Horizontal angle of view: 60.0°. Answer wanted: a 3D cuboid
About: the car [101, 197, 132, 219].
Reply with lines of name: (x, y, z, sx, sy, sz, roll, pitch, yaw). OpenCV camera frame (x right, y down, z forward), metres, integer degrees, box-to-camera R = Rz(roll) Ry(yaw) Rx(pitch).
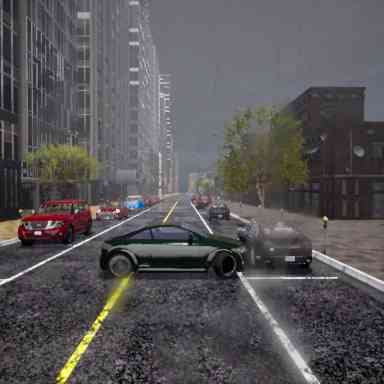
car: (-6.354, 1.432, 26.748, 1.967, 1.590, 4.097, -1, 0, -1)

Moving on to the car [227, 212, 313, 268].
car: (2.565, 1.548, 11.082, 2.008, 1.369, 4.403, -1, 0, -1)

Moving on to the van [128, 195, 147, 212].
van: (-6.639, 1.329, 38.542, 1.690, 1.788, 3.998, -1, 0, -1)

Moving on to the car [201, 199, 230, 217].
car: (2.049, 1.543, 26.942, 2.008, 1.369, 4.403, -1, 0, -1)

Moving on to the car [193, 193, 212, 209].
car: (1.599, 1.301, 44.275, 2.192, 1.841, 5.009, -1, 0, -1)

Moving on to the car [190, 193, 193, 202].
car: (0.906, 1.291, 71.939, 2.192, 1.841, 5.009, -1, 0, -1)

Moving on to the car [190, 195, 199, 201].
car: (0.632, 1.538, 83.005, 1.947, 1.339, 4.313, -1, 0, -1)

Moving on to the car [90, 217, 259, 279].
car: (-0.454, 1.556, 9.478, 4.181, 1.385, 1.994, 0, 0, -1)

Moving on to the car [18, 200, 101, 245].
car: (-6.169, 1.310, 15.680, 2.192, 1.841, 5.009, -1, 0, -1)

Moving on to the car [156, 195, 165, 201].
car: (-7.742, 1.497, 82.636, 1.752, 1.417, 4.829, -1, 0, -1)

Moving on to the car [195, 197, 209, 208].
car: (1.460, 1.509, 49.978, 1.752, 1.417, 4.829, -1, 0, -1)

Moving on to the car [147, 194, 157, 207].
car: (-6.917, 1.299, 49.608, 2.192, 1.841, 5.009, -1, 0, -1)

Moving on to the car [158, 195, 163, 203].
car: (-7.330, 1.522, 66.207, 1.887, 1.381, 4.507, -1, 0, -1)
